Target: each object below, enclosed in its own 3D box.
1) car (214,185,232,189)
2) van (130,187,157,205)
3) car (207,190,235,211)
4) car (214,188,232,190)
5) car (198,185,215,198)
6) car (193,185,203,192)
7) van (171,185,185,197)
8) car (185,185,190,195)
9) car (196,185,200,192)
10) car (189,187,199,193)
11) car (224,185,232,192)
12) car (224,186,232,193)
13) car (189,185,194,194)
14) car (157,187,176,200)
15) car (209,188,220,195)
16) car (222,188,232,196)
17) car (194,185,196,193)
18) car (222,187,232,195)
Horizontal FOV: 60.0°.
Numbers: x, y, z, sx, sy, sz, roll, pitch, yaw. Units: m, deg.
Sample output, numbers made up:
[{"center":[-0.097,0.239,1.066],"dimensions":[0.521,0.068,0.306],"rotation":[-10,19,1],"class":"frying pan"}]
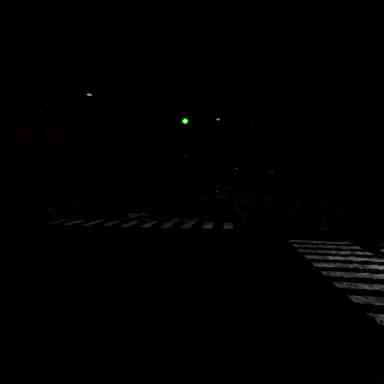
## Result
[{"center":[4.534,0.170,44.601],"dimensions":[2.192,1.841,5.009],"rotation":[1,1,7],"class":"car"},{"center":[-5.208,0.400,34.634],"dimensions":[1.690,1.788,3.998],"rotation":[1,1,7],"class":"van"},{"center":[2.622,0.816,28.183],"dimensions":[2.008,1.369,4.403],"rotation":[1,1,7],"class":"car"},{"center":[3.278,0.650,33.826],"dimensions":[1.752,1.417,4.829],"rotation":[1,1,7],"class":"car"},{"center":[2.574,0.176,50.827],"dimensions":[2.128,1.511,4.902],"rotation":[0,1,7],"class":"car"},{"center":[1.795,-1.124,94.847],"dimensions":[2.192,1.841,5.009],"rotation":[1,1,7],"class":"car"},{"center":[-2.662,-0.146,56.529],"dimensions":[1.690,1.788,3.998],"rotation":[1,1,7],"class":"van"},{"center":[-2.026,-0.079,62.009],"dimensions":[1.887,1.381,4.507],"rotation":[1,1,7],"class":"car"},{"center":[-0.115,-0.718,78.425],"dimensions":[2.192,1.841,5.009],"rotation":[1,1,7],"class":"car"},{"center":[0.520,-0.603,83.906],"dimensions":[1.947,1.339,4.313],"rotation":[1,1,7],"class":"car"},{"center":[9.627,-0.920,88.397],"dimensions":[2.192,1.841,5.009],"rotation":[1,1,7],"class":"car"},{"center":[8.990,-0.659,82.926],"dimensions":[1.967,1.590,4.097],"rotation":[1,1,7],"class":"car"},{"center":[-1.388,-0.445,67.477],"dimensions":[2.192,1.841,5.009],"rotation":[1,1,7],"class":"car"},{"center":[-3.936,0.352,45.587],"dimensions":[1.947,1.339,4.313],"rotation":[1,1,7],"class":"car"},{"center":[4.694,-0.167,69.045],"dimensions":[1.895,1.301,4.718],"rotation":[0,1,7],"class":"car"},{"center":[6.462,-0.033,61.199],"dimensions":[1.752,1.417,4.829],"rotation":[1,1,7],"class":"car"},{"center":[-0.753,-0.352,72.957],"dimensions":[1.887,1.381,4.507],"rotation":[1,1,7],"class":"car"},{"center":[7.080,-0.251,66.502],"dimensions":[1.967,1.590,4.097],"rotation":[1,1,7],"class":"car"}]
